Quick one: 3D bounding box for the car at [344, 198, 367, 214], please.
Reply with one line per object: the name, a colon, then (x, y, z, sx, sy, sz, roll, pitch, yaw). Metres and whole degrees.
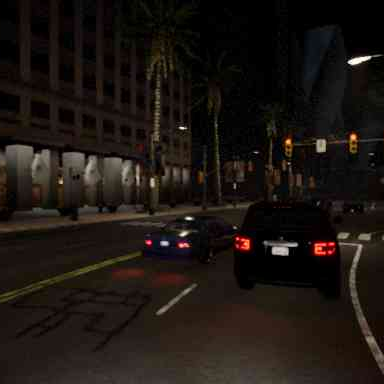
car: (17.843, 1.621, 36.696, 1.895, 1.301, 4.718, 0, 0, 29)

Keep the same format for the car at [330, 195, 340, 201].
car: (36.441, 1.554, 84.715, 1.994, 1.385, 4.181, 0, 0, 28)

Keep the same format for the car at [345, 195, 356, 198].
car: (38.561, 1.398, 81.286, 2.097, 1.767, 4.553, 0, 0, 28)

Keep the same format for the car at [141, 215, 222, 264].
car: (0.312, 1.553, 11.950, 2.033, 1.411, 5.357, 0, 0, 26)

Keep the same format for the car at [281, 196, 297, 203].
car: (20.280, 1.550, 69.421, 2.161, 1.482, 4.786, 0, 0, 29)

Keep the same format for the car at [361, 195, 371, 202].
car: (41.425, 1.580, 79.227, 2.033, 1.411, 5.357, 0, 0, 28)

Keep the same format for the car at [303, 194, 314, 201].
car: (31.013, 1.402, 88.547, 2.185, 1.767, 4.553, 0, 0, 29)

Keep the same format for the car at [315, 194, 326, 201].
car: (33.382, 1.357, 86.417, 2.097, 1.767, 4.553, 0, 0, 28)

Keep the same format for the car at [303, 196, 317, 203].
car: (25.842, 1.564, 72.849, 2.128, 1.511, 4.902, 0, 0, 29)

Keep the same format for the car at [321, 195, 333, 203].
car: (28.888, 1.517, 71.124, 1.882, 1.535, 5.008, 0, 0, 29)

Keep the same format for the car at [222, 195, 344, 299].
car: (2.709, 1.226, 8.840, 2.150, 2.045, 5.566, 0, 0, 22)

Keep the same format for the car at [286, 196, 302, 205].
car: (18.273, 1.536, 59.383, 1.837, 1.490, 4.892, 0, 0, 29)
